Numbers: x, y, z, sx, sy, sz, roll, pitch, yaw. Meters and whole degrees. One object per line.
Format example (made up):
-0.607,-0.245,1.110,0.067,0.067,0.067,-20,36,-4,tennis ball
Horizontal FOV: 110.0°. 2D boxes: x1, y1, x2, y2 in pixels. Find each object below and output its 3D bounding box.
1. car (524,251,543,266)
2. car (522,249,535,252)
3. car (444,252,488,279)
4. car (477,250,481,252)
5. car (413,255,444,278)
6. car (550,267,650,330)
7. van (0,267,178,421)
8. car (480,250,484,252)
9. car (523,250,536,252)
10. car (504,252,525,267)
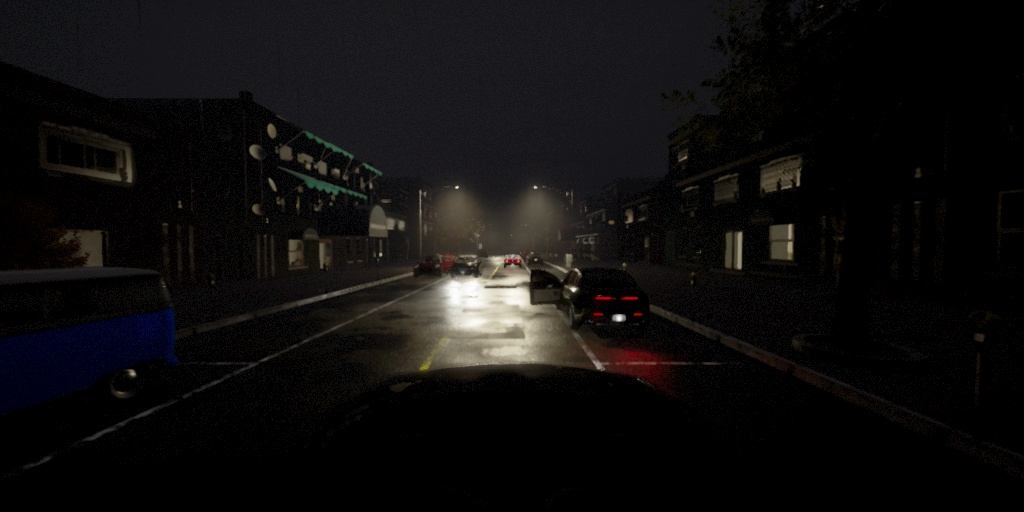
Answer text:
2.707,0.403,42.333,1.948,1.339,4.313,0,0,0,car
2.711,-0.098,53.427,2.192,1.841,5.009,0,0,0,car
-3.089,0.717,25.051,2.128,1.511,4.902,0,1,0,car
-5.672,0.263,47.880,2.007,1.370,4.403,0,0,0,car
-5.679,0.651,25.692,1.967,1.591,4.097,0,0,0,car
2.357,1.062,10.314,1.837,1.490,4.892,0,1,0,car
-5.687,1.050,3.504,1.690,1.789,3.998,0,0,0,van
-5.670,0.170,53.427,1.802,1.307,4.207,0,0,0,car
2.710,0.238,48.049,1.751,1.417,4.829,0,0,0,car
0.085,0.521,38.649,1.895,1.301,4.718,0,1,0,car
